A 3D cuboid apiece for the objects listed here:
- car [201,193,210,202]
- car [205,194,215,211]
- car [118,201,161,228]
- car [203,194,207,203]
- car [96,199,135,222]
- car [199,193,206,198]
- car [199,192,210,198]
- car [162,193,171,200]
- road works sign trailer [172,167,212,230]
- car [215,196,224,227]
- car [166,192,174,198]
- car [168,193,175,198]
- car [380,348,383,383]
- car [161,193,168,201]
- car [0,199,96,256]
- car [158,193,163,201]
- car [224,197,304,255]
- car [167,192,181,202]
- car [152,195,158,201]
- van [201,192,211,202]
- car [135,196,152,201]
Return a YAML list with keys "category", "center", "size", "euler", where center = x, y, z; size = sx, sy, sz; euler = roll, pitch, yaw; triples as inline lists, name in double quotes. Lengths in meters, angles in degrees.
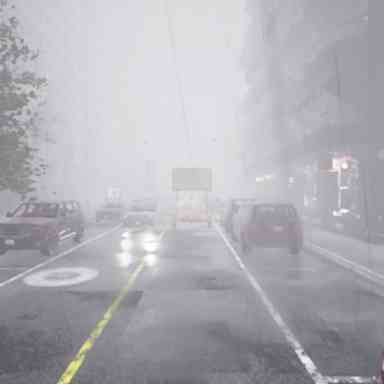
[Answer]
- category: "car"
  center: [2.697, 1.213, 46.782]
  size: [2.008, 1.369, 4.403]
  euler: [1, 0, 0]
- category: "car"
  center: [2.698, 1.272, 35.639]
  size: [1.752, 1.417, 4.829]
  euler: [1, 0, 0]
- category: "car"
  center: [-3.102, 1.452, 21.209]
  size: [1.895, 1.301, 4.718]
  euler: [0, 0, 0]
- category: "car"
  center: [2.697, 1.271, 41.125]
  size: [1.947, 1.339, 4.313]
  euler: [1, 0, 0]
- category: "car"
  center: [-5.682, 1.375, 24.188]
  size: [1.887, 1.381, 4.507]
  euler: [1, 0, 0]
- category: "car"
  center: [2.693, 0.929, 86.377]
  size: [1.802, 1.307, 4.206]
  euler: [1, 0, 0]
- category: "car"
  center: [2.696, 1.139, 58.095]
  size: [1.947, 1.339, 4.313]
  euler: [1, 0, 0]
- category: "car"
  center: [-5.686, 1.021, 75.100]
  size: [1.802, 1.307, 4.206]
  euler: [1, 0, 0]
- category: "road works sign trailer"
  center: [-0.001, 0.324, 20.055]
  size: [2.380, 3.560, 2.880]
  euler: [0, 0, 0]
- category: "car"
  center: [2.702, 1.186, 18.498]
  size: [2.192, 1.841, 5.009]
  euler: [1, 0, 0]
- category: "car"
  center: [-5.685, 0.787, 86.411]
  size: [1.967, 1.590, 4.097]
  euler: [1, 0, 0]
- category: "car"
  center: [-5.687, 0.881, 92.068]
  size: [1.802, 1.307, 4.206]
  euler: [1, 0, 0]
- category: "car"
  center: [2.723, 1.533, 1.530]
  size: [1.887, 1.381, 4.507]
  euler: [1, 0, 0]
- category: "car"
  center: [-5.683, 0.969, 63.786]
  size: [1.967, 1.590, 4.097]
  euler: [1, 0, 0]
- category: "car"
  center: [-5.678, 1.225, 12.873]
  size: [2.192, 1.841, 5.009]
  euler: [1, 0, 0]
- category: "car"
  center: [-5.684, 1.228, 46.815]
  size: [1.947, 1.339, 4.313]
  euler: [1, 0, 0]
- category: "car"
  center: [2.702, 1.225, 12.841]
  size: [2.192, 1.841, 5.009]
  euler: [1, 0, 0]
- category: "car"
  center: [-3.038, 1.073, 61.802]
  size: [1.812, 1.442, 4.674]
  euler: [0, 0, 1]
- category: "car"
  center: [-5.683, 1.250, 41.158]
  size: [1.887, 1.381, 4.507]
  euler: [1, 0, 0]
- category: "van"
  center: [2.698, 0.870, 63.750]
  size: [1.690, 1.788, 3.998]
  euler: [1, 0, 0]
- category: "car"
  center: [-5.684, 1.330, 35.502]
  size: [1.802, 1.307, 4.206]
  euler: [1, 0, 0]
